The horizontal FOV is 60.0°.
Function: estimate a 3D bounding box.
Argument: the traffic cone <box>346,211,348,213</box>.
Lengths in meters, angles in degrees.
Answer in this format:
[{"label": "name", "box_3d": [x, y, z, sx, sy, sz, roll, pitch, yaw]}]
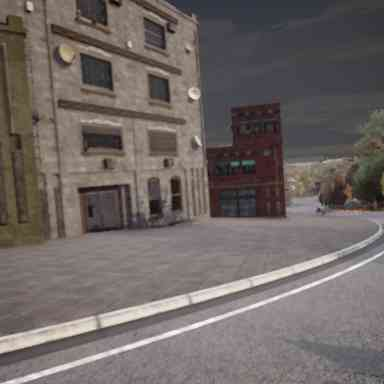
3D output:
[{"label": "traffic cone", "box_3d": [25.734, 3.217, 55.227, 0.340, 0.580, 0.340, -4, -3, 5]}]

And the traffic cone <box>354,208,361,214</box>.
[{"label": "traffic cone", "box_3d": [25.392, 3.051, 51.247, 0.340, 0.580, 0.340, -4, -3, 5]}]

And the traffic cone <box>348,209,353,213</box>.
[{"label": "traffic cone", "box_3d": [25.563, 3.134, 53.236, 0.340, 0.580, 0.340, -4, -3, 5]}]

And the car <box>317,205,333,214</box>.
[{"label": "car", "box_3d": [24.094, 3.147, 60.648, 1.812, 1.442, 4.674, -4, -3, 4]}]
